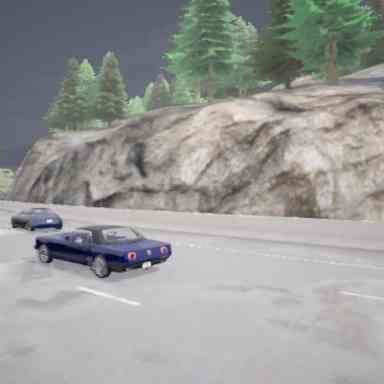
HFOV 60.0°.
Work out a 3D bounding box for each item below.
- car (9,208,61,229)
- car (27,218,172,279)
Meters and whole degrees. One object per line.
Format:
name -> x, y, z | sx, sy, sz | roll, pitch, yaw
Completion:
car -> -9.907, 1.694, 21.062 | 4.181, 1.385, 1.994 | 0, -1, 43
car -> -2.961, 1.679, 10.345 | 4.718, 1.301, 1.895 | 0, -1, 38
